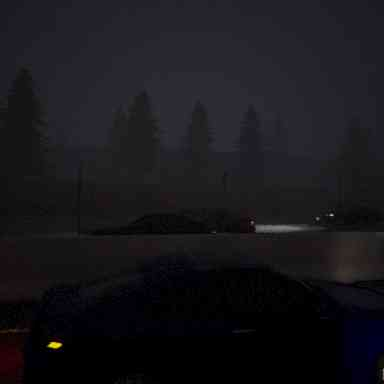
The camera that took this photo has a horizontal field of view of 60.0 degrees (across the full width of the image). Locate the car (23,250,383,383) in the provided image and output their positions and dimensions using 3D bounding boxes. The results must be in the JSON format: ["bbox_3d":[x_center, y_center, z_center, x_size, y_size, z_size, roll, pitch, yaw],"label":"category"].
[{"bbox_3d":[0.551,1.481,4.061,4.674,1.442,1.812,1,1,-13],"label":"car"}]

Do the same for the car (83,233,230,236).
[{"bbox_3d":[-1.373,1.354,10.985,4.674,1.442,1.812,1,1,-13],"label":"car"}]
